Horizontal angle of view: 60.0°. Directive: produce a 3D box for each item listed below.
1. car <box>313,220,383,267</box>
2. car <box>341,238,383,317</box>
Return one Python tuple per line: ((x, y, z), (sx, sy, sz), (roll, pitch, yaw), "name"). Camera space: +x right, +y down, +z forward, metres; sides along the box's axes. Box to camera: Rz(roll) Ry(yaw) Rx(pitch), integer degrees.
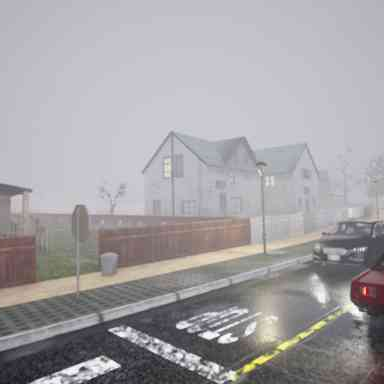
((6.068, 1.810, 12.139), (2.128, 1.511, 4.902), (-4, -4, 43), "car")
((5.007, 1.707, 6.808), (1.895, 1.301, 4.718), (-4, -4, 45), "car")
